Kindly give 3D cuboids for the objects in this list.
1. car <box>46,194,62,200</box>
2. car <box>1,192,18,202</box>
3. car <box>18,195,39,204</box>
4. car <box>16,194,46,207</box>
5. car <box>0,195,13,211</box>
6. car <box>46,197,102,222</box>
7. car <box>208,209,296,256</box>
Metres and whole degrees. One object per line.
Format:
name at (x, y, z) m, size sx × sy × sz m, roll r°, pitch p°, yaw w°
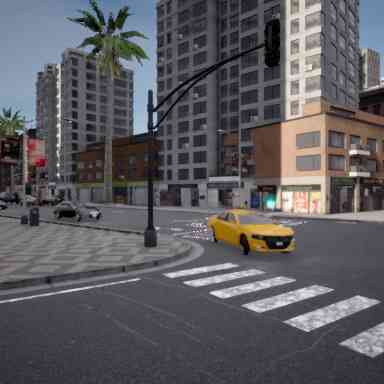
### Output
car at (-21.153, 1.184, 50.435) m, size 4.553 × 1.767 × 2.097 m, roll 0°, pitch 0°, yaw 45°
car at (-30.234, 0.991, 54.759) m, size 2.150 × 2.045 × 5.566 m, roll 0°, pitch 0°, yaw -44°
car at (-28.193, 1.270, 57.321) m, size 1.837 × 1.490 × 4.892 m, roll 0°, pitch 0°, yaw -44°
car at (-23.145, 1.361, 47.837) m, size 4.674 × 1.442 × 1.812 m, roll 0°, pitch 0°, yaw 45°
car at (-23.082, 1.422, 38.601) m, size 5.357 × 1.411 × 2.033 m, roll 0°, pitch 0°, yaw 44°
car at (-8.996, 1.445, 25.982) m, size 4.902 × 1.511 × 2.128 m, roll 0°, pitch 0°, yaw 41°
car at (2.214, 1.491, 13.581) m, size 1.882 × 1.535 × 5.008 m, roll 1°, pitch -1°, yaw -18°
